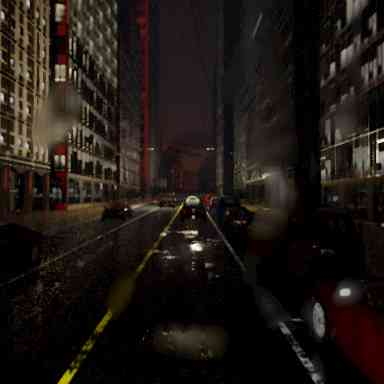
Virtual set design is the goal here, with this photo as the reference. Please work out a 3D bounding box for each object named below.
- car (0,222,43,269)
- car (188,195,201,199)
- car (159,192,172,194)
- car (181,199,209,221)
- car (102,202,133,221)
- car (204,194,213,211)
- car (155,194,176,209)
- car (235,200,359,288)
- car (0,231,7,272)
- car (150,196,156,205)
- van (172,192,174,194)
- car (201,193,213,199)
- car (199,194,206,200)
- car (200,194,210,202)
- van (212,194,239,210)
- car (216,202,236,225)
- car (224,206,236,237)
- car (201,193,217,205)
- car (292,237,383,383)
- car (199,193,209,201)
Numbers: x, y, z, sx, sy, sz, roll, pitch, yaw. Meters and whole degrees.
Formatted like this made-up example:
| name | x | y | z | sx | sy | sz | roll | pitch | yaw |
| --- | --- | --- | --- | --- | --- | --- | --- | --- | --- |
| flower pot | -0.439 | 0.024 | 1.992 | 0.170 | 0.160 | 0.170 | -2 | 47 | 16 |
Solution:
| name | x | y | z | sx | sy | sz | roll | pitch | yaw |
| --- | --- | --- | --- | --- | --- | --- | --- | --- | --- |
| car | -5.676 | 1.510 | 8.961 | 1.887 | 1.381 | 4.507 | 1 | 0 | 0 |
| car | 0.091 | 1.353 | 45.158 | 1.812 | 1.442 | 4.674 | 0 | 0 | 0 |
| car | -5.671 | 1.071 | 64.711 | 2.192 | 1.841 | 5.009 | 1 | 0 | 0 |
| car | 0.101 | 1.499 | 26.275 | 1.895 | 1.301 | 4.718 | 0 | 0 | 0 |
| car | -5.676 | 1.452 | 25.686 | 2.008 | 1.369 | 4.403 | 1 | 0 | 0 |
| car | 2.707 | 1.298 | 36.929 | 1.967 | 1.590 | 4.097 | 1 | 0 | 0 |
| car | -3.091 | 1.317 | 41.917 | 1.882 | 1.535 | 5.008 | 0 | 0 | 0 |
| car | 2.709 | 1.280 | 9.043 | 2.192 | 1.841 | 5.009 | 1 | 0 | 0 |
| car | -3.100 | 1.346 | 1.358 | 2.097 | 1.767 | 4.553 | 0 | 0 | 0 |
| car | -5.676 | 1.378 | 53.562 | 1.802 | 1.307 | 4.206 | 1 | 0 | 0 |
| van | -5.680 | 1.056 | 75.862 | 1.690 | 1.788 | 3.998 | 1 | 0 | 0 |
| car | 2.709 | 1.153 | 42.506 | 2.192 | 1.841 | 5.009 | 1 | 0 | 0 |
| car | 2.706 | 1.199 | 87.294 | 1.752 | 1.417 | 4.829 | 1 | 0 | 0 |
| car | 2.707 | 1.175 | 70.392 | 1.967 | 1.590 | 4.097 | 1 | 0 | 0 |
| van | 2.709 | 1.242 | 25.774 | 1.690 | 1.788 | 3.998 | 1 | 0 | 0 |
| car | 2.704 | 1.504 | 20.199 | 1.802 | 1.307 | 4.206 | 1 | 0 | 0 |
| car | 2.705 | 1.509 | 14.622 | 1.947 | 1.339 | 4.313 | 1 | 0 | 0 |
| car | 2.710 | 1.111 | 53.661 | 2.192 | 1.841 | 5.009 | 1 | 0 | 0 |
| car | 2.704 | 1.531 | 3.467 | 1.887 | 1.381 | 4.507 | 1 | 0 | 0 |
| car | 2.707 | 1.155 | 75.969 | 1.967 | 1.590 | 4.097 | 1 | 0 | 0 |
